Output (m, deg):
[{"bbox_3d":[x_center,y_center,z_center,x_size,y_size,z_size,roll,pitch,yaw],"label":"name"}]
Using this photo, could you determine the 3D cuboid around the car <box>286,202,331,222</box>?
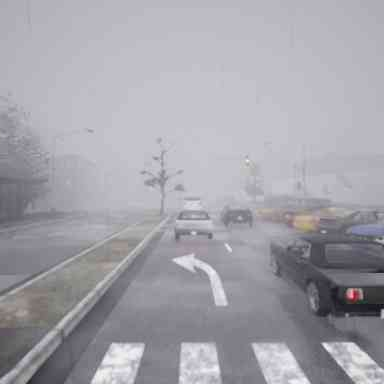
[{"bbox_3d":[8.232,1.536,18.447,5.366,1.575,1.946,1,-1,-20],"label":"car"}]

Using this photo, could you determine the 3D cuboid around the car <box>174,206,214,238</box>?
[{"bbox_3d":[0.088,1.644,17.811,1.895,1.301,4.718,0,0,0],"label":"car"}]

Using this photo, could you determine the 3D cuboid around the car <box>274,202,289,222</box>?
[{"bbox_3d":[8.082,1.581,21.376,4.792,1.488,2.163,1,-1,-20],"label":"car"}]

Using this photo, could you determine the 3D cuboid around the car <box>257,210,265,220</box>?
[{"bbox_3d":[7.881,1.574,27.262,5.366,1.575,1.946,1,0,-20],"label":"car"}]

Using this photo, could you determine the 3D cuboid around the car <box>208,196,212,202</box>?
[{"bbox_3d":[7.842,2.016,88.474,5.366,1.575,1.946,1,-1,-20],"label":"car"}]

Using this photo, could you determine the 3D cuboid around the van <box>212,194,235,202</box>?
[{"bbox_3d":[7.915,1.542,79.572,4.442,1.987,1.878,1,-1,-20],"label":"van"}]

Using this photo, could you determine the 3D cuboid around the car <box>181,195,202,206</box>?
[{"bbox_3d":[-0.024,1.354,36.543,2.150,2.045,5.566,0,0,-1],"label":"car"}]

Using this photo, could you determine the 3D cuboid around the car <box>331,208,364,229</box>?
[{"bbox_3d":[8.068,1.513,12.414,5.008,1.535,2.097,1,0,-20],"label":"car"}]

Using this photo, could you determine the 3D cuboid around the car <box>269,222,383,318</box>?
[{"bbox_3d":[3.095,1.609,7.389,1.895,1.301,4.718,0,0,0],"label":"car"}]

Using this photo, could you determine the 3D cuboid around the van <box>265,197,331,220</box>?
[{"bbox_3d":[7.949,1.338,24.304,4.442,1.987,1.878,1,0,-20],"label":"van"}]

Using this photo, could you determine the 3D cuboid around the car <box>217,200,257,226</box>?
[{"bbox_3d":[3.085,1.549,23.828,1.882,1.535,5.008,0,0,0],"label":"car"}]

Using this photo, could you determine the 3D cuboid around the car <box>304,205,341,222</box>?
[{"bbox_3d":[8.054,1.525,15.399,4.892,1.521,2.231,1,-1,-20],"label":"car"}]

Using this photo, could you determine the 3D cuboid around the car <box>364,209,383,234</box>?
[{"bbox_3d":[8.093,1.253,9.450,5.566,2.045,2.435,1,0,-20],"label":"car"}]
